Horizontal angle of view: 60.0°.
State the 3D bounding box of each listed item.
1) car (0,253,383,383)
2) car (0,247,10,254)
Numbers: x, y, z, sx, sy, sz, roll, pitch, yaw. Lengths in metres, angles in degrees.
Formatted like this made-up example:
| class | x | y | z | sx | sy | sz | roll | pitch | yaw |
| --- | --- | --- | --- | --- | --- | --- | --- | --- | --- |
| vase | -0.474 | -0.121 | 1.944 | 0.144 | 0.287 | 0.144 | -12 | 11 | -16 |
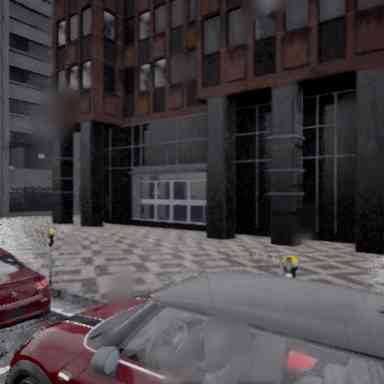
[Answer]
| class | x | y | z | sx | sy | sz | roll | pitch | yaw |
| --- | --- | --- | --- | --- | --- | --- | --- | --- | --- |
| car | 0.204 | 1.441 | 2.815 | 4.097 | 1.590 | 1.967 | 0 | 0 | 36 |
| car | -4.212 | 1.585 | 5.965 | 4.206 | 1.307 | 1.802 | 0 | 0 | 36 |
